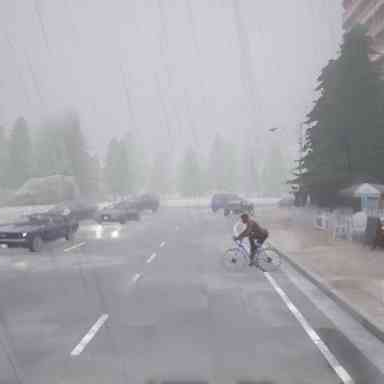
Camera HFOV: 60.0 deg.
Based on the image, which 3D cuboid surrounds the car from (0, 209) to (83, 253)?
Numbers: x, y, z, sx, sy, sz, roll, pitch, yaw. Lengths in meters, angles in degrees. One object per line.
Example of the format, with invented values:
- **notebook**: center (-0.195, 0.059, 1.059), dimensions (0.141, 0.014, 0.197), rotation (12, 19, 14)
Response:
- **car**: center (-6.527, 1.599, 13.958), dimensions (1.895, 1.301, 4.718), rotation (0, 0, 3)

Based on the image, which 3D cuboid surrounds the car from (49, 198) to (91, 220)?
- **car**: center (-8.840, 1.349, 24.505), dimensions (2.097, 1.767, 4.553), rotation (0, 0, 12)

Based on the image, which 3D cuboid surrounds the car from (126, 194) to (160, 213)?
- **car**: center (-5.509, 1.218, 35.130), dimensions (2.150, 2.045, 5.566), rotation (0, 0, 25)

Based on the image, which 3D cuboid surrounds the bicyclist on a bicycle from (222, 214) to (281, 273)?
- **bicyclist on a bicycle**: center (1.630, 1.424, 9.171), dimensions (1.656, 1.620, 0.582), rotation (-1, 0, 2)

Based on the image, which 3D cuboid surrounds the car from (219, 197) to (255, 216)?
- **car**: center (4.529, 1.501, 31.468), dimensions (1.837, 1.490, 4.892), rotation (-1, 0, 25)

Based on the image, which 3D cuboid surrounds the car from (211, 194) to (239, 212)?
- **car**: center (4.219, 1.218, 37.692), dimensions (2.150, 2.045, 5.566), rotation (0, 0, 34)

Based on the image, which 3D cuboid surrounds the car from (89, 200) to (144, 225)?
- **car**: center (-5.359, 1.561, 24.210), dimensions (1.994, 1.385, 4.181), rotation (0, 0, 12)

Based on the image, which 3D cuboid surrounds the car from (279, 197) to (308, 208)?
- **car**: center (14.591, 1.486, 47.819), dimensions (4.902, 1.511, 2.128), rotation (0, 0, -35)
